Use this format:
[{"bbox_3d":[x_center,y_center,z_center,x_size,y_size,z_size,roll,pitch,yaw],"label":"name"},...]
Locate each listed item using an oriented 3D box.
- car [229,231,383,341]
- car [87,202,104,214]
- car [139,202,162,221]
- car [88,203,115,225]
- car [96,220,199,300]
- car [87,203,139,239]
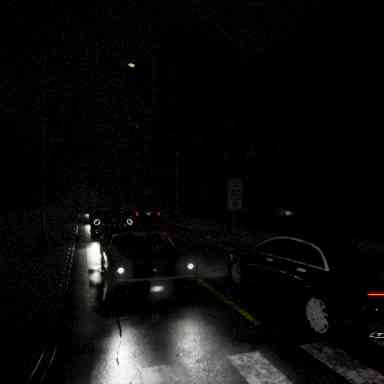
[{"bbox_3d":[2.384,1.569,6.788,1.837,1.490,4.892,1,-1,-18],"label":"car"},{"bbox_3d":[-12.434,2.069,42.769,1.994,1.385,4.181,1,-1,-18],"label":"car"},{"bbox_3d":[-3.750,1.624,25.479,2.097,1.767,4.553,1,-1,-18],"label":"car"},{"bbox_3d":[-7.699,1.760,28.070,1.882,1.535,5.008,1,-1,-18],"label":"car"},{"bbox_3d":[-1.385,1.652,8.788,1.895,1.301,4.718,1,-1,-18],"label":"car"},{"bbox_3d":[-4.460,1.503,18.190,2.097,1.767,4.553,1,-1,-18],"label":"car"}]
